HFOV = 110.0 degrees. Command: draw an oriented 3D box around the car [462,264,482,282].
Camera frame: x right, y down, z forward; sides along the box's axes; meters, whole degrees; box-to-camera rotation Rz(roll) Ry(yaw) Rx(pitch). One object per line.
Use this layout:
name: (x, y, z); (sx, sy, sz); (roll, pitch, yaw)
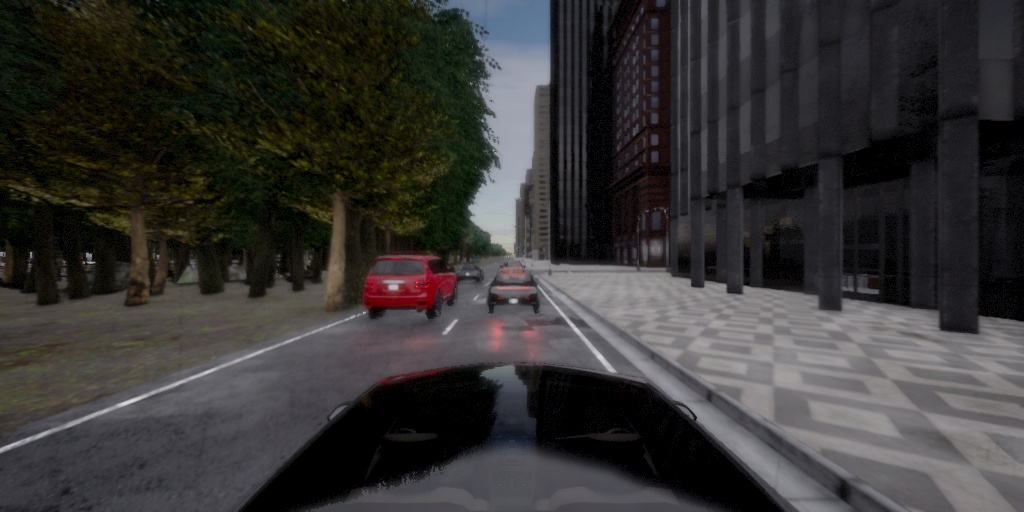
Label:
car: (-3.422, 1.382, 29.720); (1.994, 1.385, 4.181); (0, 0, 0)

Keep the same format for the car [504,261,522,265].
car: (0.074, 1.167, 28.992); (2.097, 1.767, 4.553); (0, 0, 0)

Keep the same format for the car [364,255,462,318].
car: (-3.432, 0.996, 13.139); (2.150, 2.045, 5.566); (0, 0, 0)

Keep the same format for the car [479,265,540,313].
car: (0.074, 1.267, 14.168); (2.128, 1.511, 4.902); (0, 0, 0)
